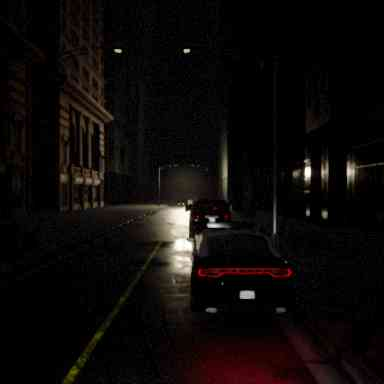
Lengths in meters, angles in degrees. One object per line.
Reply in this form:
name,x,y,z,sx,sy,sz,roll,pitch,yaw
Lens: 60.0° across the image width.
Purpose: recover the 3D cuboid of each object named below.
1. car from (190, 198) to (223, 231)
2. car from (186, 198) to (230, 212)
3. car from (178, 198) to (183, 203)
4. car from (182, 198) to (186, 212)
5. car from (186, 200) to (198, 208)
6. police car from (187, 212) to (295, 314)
car,0.923,1.455,23.942,2.150,2.045,5.566,0,-1,0
car,0.918,1.396,17.942,2.150,2.045,5.566,0,-1,0
car,-2.907,2.410,92.004,2.033,1.411,5.357,0,-1,0
car,0.058,1.927,45.328,2.128,1.511,4.902,0,-1,0
car,0.060,2.108,59.010,2.033,1.411,5.357,0,-1,0
police car,0.907,1.500,8.020,1.930,1.638,5.238,0,-1,0
